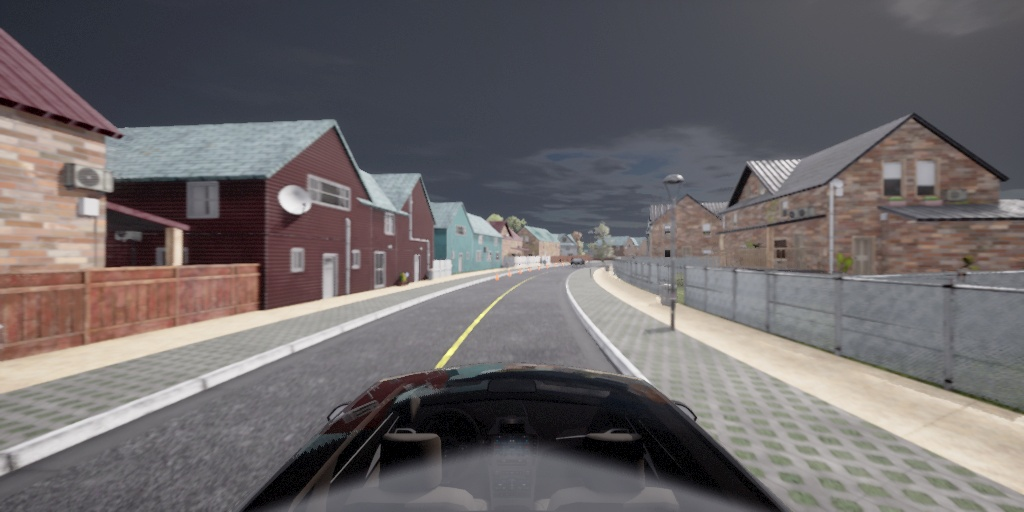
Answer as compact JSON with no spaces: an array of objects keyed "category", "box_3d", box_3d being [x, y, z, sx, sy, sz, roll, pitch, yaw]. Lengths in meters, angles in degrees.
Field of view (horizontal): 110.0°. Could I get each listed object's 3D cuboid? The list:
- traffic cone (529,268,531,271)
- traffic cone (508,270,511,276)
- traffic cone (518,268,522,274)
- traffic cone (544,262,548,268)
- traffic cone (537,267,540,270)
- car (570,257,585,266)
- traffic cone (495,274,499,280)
[{"category":"traffic cone","box_3d":[2.236,1.613,44.608,0.340,0.580,0.340,0,0,16]},{"category":"traffic cone","box_3d":[-0.246,1.670,34.759,0.340,0.580,0.340,0,0,12]},{"category":"traffic cone","box_3d":[0.916,1.644,39.702,0.340,0.580,0.340,0,0,14]},{"category":"traffic cone","box_3d":[5.344,1.552,54.278,0.340,0.580,0.340,0,0,20]},{"category":"traffic cone","box_3d":[3.712,1.583,49.468,0.340,0.580,0.340,0,0,18]},{"category":"car","box_3d":[11.771,0.999,64.328,1.882,1.535,5.008,0,0,24]},{"category":"traffic cone","box_3d":[-1.248,1.688,29.780,0.340,0.580,0.340,0,0,10]}]
